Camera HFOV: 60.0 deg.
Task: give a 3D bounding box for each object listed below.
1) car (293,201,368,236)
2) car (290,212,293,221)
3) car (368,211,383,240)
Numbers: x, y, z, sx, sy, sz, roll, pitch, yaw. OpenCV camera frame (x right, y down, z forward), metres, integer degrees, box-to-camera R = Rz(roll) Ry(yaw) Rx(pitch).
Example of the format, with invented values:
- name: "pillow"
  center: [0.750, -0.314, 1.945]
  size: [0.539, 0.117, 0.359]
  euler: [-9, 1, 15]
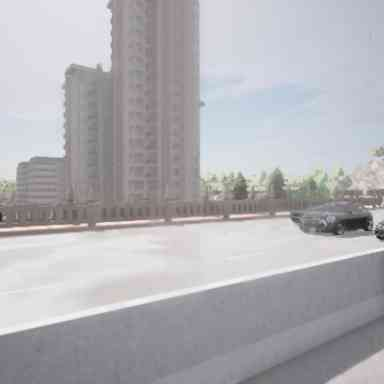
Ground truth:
- name: "car"
  center: [7.987, 1.339, 18.317]
  size: [4.553, 1.767, 2.097]
  euler: [0, 0, -36]
- name: "car"
  center: [9.001, 1.588, 23.332]
  size: [4.718, 1.301, 1.895]
  euler: [0, 0, -36]
- name: "car"
  center: [10.590, 1.513, 15.870]
  size: [4.674, 1.442, 1.812]
  euler: [0, 0, -36]
